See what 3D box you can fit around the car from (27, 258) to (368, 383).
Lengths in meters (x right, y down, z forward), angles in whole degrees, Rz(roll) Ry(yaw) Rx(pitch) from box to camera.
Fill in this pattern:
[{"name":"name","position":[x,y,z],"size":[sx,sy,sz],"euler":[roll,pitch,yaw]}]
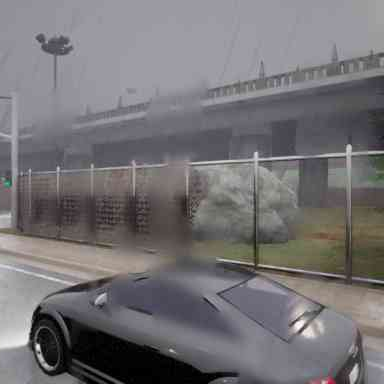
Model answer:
[{"name":"car","position":[-0.189,1.564,4.125],"size":[4.181,1.385,1.994],"euler":[0,0,36]}]
